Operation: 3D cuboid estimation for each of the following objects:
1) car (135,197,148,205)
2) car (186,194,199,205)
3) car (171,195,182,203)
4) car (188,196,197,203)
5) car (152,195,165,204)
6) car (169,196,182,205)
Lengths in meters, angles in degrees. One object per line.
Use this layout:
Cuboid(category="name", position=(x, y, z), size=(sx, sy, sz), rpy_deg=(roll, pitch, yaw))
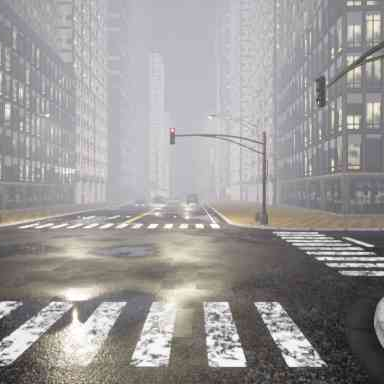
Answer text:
Cuboid(category="car", position=(-9.653, 1.663, 64.314), size=(2.033, 1.411, 5.357), rpy_deg=(0, 0, 0))
Cuboid(category="car", position=(0.091, 1.322, 60.163), size=(2.150, 2.045, 5.566), rpy_deg=(0, 0, 0))
Cuboid(category="car", position=(-3.144, 1.495, 70.138), size=(2.128, 1.511, 4.902), rpy_deg=(0, 0, 0))
Cuboid(category="car", position=(0.107, 1.540, 70.550), size=(1.994, 1.385, 4.181), rpy_deg=(0, 0, 0))
Cuboid(category="car", position=(-6.403, 1.468, 64.340), size=(2.097, 1.767, 4.553), rpy_deg=(0, 0, 0))
Cuboid(category="car", position=(-3.159, 1.702, 60.167), size=(1.895, 1.301, 4.718), rpy_deg=(0, 0, 0))
